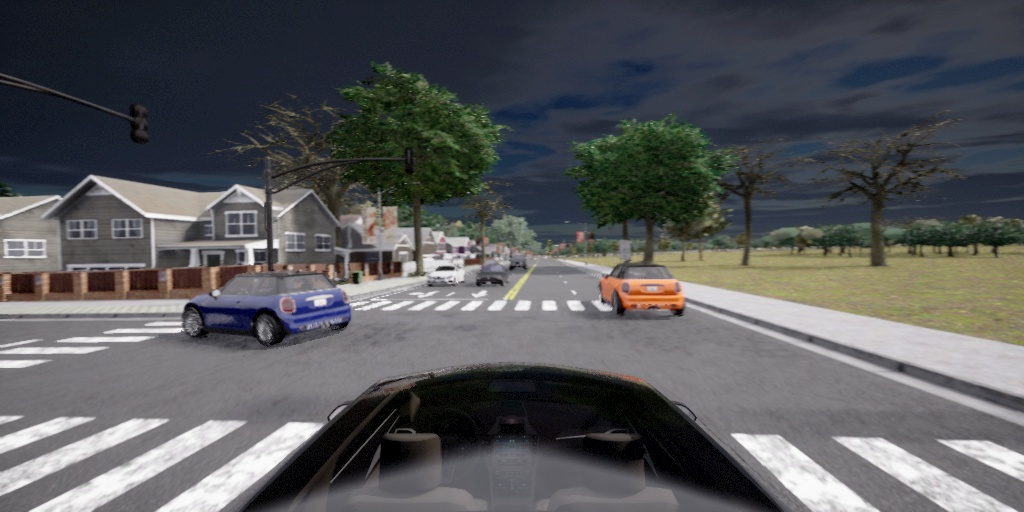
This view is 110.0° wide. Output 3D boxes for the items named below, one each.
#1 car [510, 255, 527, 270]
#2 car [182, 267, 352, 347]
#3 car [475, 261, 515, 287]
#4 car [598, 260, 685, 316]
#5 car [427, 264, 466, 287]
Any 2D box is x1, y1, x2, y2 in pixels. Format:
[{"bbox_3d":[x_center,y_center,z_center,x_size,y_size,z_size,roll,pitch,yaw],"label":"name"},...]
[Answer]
[{"bbox_3d":[0.962,0.907,49.805,2.150,2.045,5.566,-1,0,5],"label":"car"},{"bbox_3d":[-6.660,1.207,9.712,4.553,1.767,2.097,-1,1,24],"label":"car"},{"bbox_3d":[-1.222,1.283,24.750,2.033,1.411,5.357,-1,0,5],"label":"car"},{"bbox_3d":[4.500,1.028,13.144,2.097,1.767,4.553,-1,0,5],"label":"car"},{"bbox_3d":[-4.457,1.303,25.053,1.812,1.442,4.674,-1,0,5],"label":"car"}]
